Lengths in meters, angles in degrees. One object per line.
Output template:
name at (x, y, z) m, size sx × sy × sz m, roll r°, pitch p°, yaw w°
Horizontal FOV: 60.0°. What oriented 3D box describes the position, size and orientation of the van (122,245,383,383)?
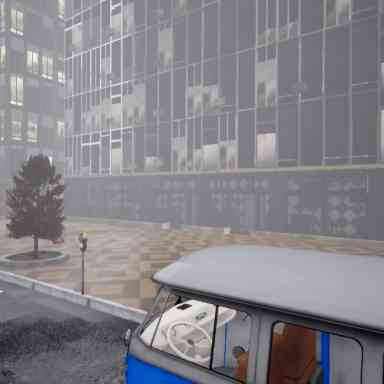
van at (1.332, 1.341, 1.918) m, size 3.998 × 1.788 × 1.690 m, roll 0°, pitch 0°, yaw 35°
